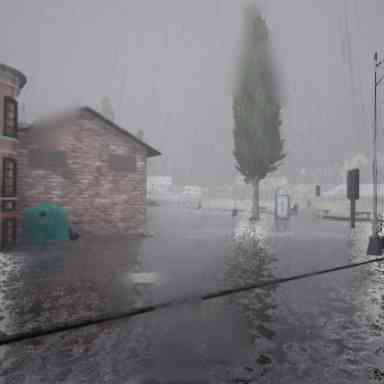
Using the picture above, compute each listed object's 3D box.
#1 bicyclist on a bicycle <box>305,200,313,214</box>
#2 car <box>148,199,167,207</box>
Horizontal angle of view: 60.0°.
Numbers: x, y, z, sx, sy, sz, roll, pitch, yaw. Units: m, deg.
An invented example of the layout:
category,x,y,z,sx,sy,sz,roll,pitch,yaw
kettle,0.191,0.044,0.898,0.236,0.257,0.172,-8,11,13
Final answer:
category,x,y,z,sx,sy,sz,roll,pitch,yaw
bicyclist on a bicycle,13.708,1.760,38.972,1.656,1.620,0.582,1,0,-36
car,-6.255,1.926,59.689,1.994,1.385,4.181,1,-1,-35
